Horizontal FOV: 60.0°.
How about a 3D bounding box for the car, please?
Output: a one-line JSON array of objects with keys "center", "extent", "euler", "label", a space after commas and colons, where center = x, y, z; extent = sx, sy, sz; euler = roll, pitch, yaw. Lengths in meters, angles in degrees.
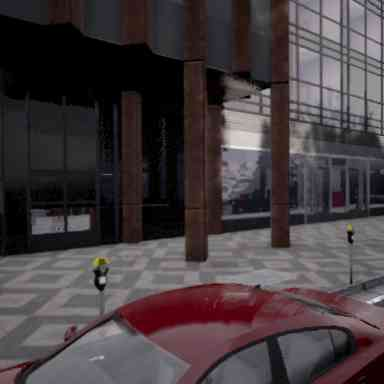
[{"center": [-0.042, 1.515, 2.495], "extent": [4.507, 1.381, 1.887], "euler": [-1, 1, -35], "label": "car"}]
